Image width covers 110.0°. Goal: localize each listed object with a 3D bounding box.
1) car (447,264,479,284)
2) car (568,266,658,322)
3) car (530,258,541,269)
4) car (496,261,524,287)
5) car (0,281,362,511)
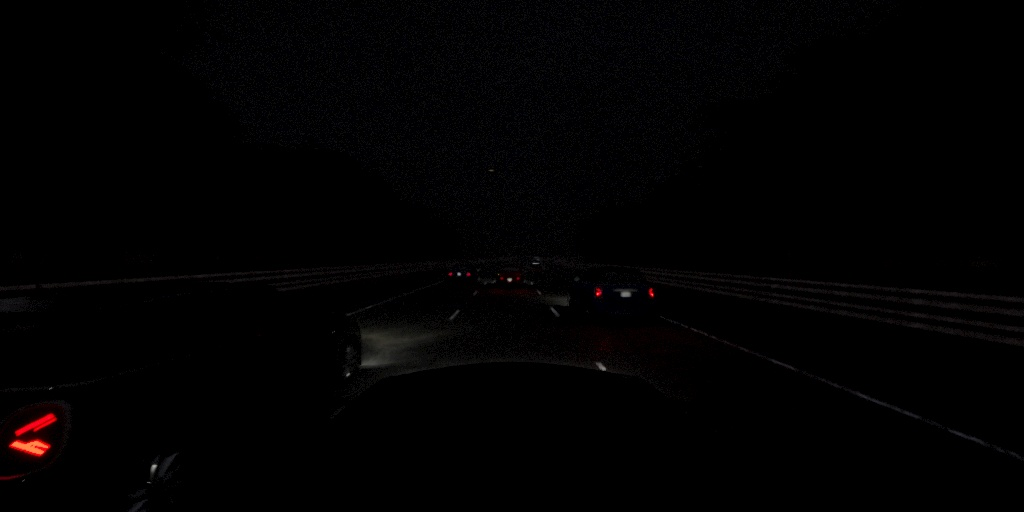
[{"bbox_3d":[-3.623,1.320,27.248,2.033,1.411,5.357,1,0,0],"label":"car"},{"bbox_3d":[3.319,1.150,12.638,2.097,1.767,4.553,1,0,0],"label":"car"},{"bbox_3d":[4.115,1.483,62.557,2.128,1.511,4.902,1,0,2],"label":"car"},{"bbox_3d":[-0.124,1.325,24.929,1.812,1.442,4.674,1,0,0],"label":"car"},{"bbox_3d":[-3.460,1.068,4.013,2.097,1.767,4.553,1,0,-1],"label":"car"}]
